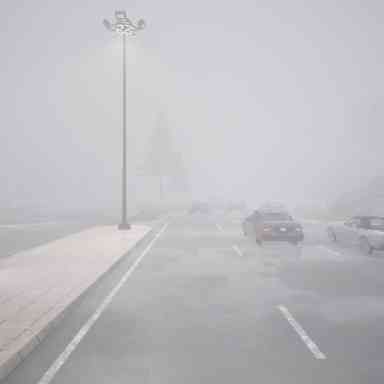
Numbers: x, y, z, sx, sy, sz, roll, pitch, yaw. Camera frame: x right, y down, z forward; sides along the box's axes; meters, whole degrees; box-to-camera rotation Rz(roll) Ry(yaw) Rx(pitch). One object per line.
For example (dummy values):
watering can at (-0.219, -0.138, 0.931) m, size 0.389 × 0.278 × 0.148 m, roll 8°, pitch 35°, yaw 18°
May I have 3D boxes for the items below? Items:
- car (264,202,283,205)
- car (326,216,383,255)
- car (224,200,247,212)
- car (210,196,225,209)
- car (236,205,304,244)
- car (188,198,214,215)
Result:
car at (7.414, 1.601, 30.527) m, size 1.895 × 1.301 × 4.718 m, roll 0°, pitch 0°, yaw 4°
car at (7.096, 1.601, 13.289) m, size 1.895 × 1.301 × 4.718 m, roll 0°, pitch 0°, yaw 0°
car at (5.319, 1.601, 38.717) m, size 1.895 × 1.301 × 4.718 m, roll 0°, pitch 0°, yaw 14°
car at (3.300, 1.352, 44.436) m, size 2.097 × 1.767 × 4.553 m, roll 0°, pitch 0°, yaw 16°
car at (3.597, 1.547, 15.648) m, size 2.033 × 1.411 × 5.357 m, roll 0°, pitch 0°, yaw 0°
car at (0.874, 1.601, 34.426) m, size 1.895 × 1.301 × 4.718 m, roll 0°, pitch 0°, yaw 9°
